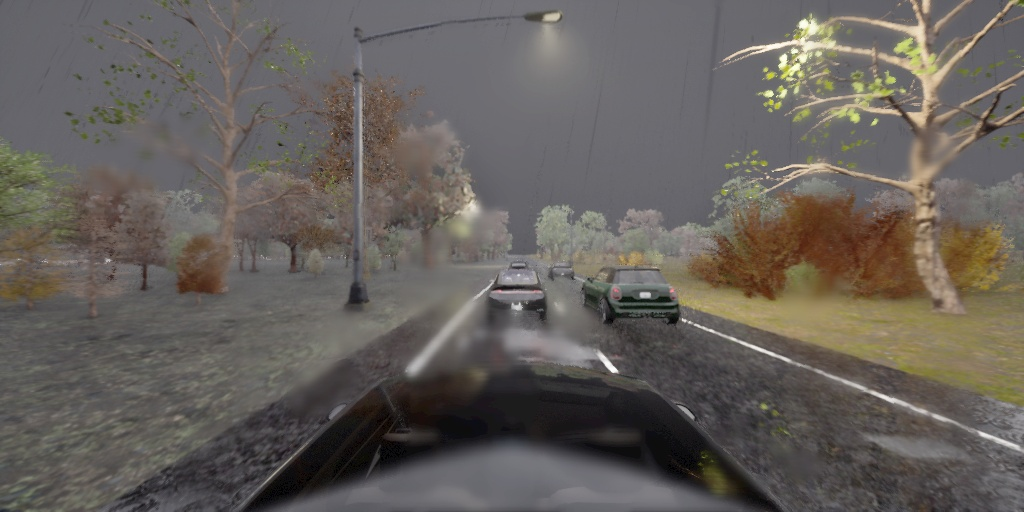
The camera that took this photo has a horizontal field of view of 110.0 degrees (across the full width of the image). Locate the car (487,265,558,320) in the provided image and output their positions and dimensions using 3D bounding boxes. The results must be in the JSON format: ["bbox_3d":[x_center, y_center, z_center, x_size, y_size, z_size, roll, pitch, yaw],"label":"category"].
[{"bbox_3d":[0.190,1.227,12.453,2.128,1.511,4.902,0,0,1],"label":"car"}]

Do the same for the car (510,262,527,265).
[{"bbox_3d":[0.586,1.215,30.442,1.837,1.490,4.892,0,0,2],"label":"car"}]

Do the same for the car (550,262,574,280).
[{"bbox_3d":[4.081,1.202,30.246,2.128,1.511,4.902,0,0,2],"label":"car"}]

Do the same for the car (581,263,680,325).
[{"bbox_3d":[3.686,1.088,11.975,2.097,1.767,4.553,0,0,1],"label":"car"}]
